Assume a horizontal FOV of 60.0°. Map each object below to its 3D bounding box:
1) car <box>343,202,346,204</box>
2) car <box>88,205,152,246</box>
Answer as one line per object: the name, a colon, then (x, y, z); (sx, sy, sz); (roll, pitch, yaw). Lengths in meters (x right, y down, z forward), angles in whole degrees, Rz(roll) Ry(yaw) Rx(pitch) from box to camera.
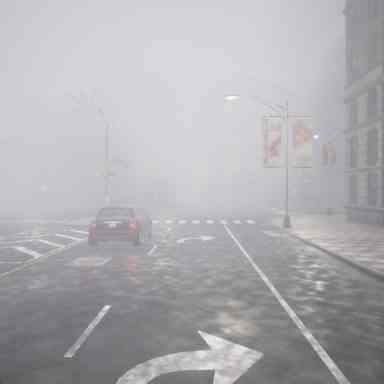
car: (23.479, 1.547, 45.352); (5.357, 1.411, 2.033); (0, 0, 2)
car: (-3.121, 1.352, 15.368); (2.097, 1.767, 4.553); (0, 0, 1)
